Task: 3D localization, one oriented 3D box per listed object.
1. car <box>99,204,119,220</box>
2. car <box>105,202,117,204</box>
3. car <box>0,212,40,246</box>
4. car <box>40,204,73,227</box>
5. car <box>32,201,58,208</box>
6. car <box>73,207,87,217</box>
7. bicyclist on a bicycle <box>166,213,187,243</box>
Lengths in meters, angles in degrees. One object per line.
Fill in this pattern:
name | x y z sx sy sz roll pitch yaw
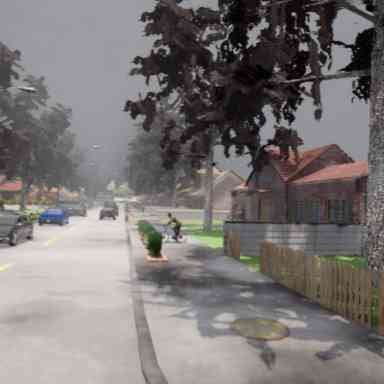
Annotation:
car | -10.183 2.578 40.372 1.837 1.490 4.892 2 -2 -11
car | -12.468 2.587 51.123 2.150 2.045 5.566 2 -2 -11
car | -9.521 1.829 16.980 1.837 1.490 4.892 2 -2 -12
car | -12.089 2.137 29.277 1.882 1.535 5.008 2 -2 -12
car | -35.748 3.069 81.081 5.357 1.415 2.033 2 -2 -12
car | -15.156 2.685 44.349 1.994 1.385 4.181 2 -2 -12
bicyclist on a bicycle | -1.045 1.908 17.481 1.656 1.620 0.582 2 -2 -12
